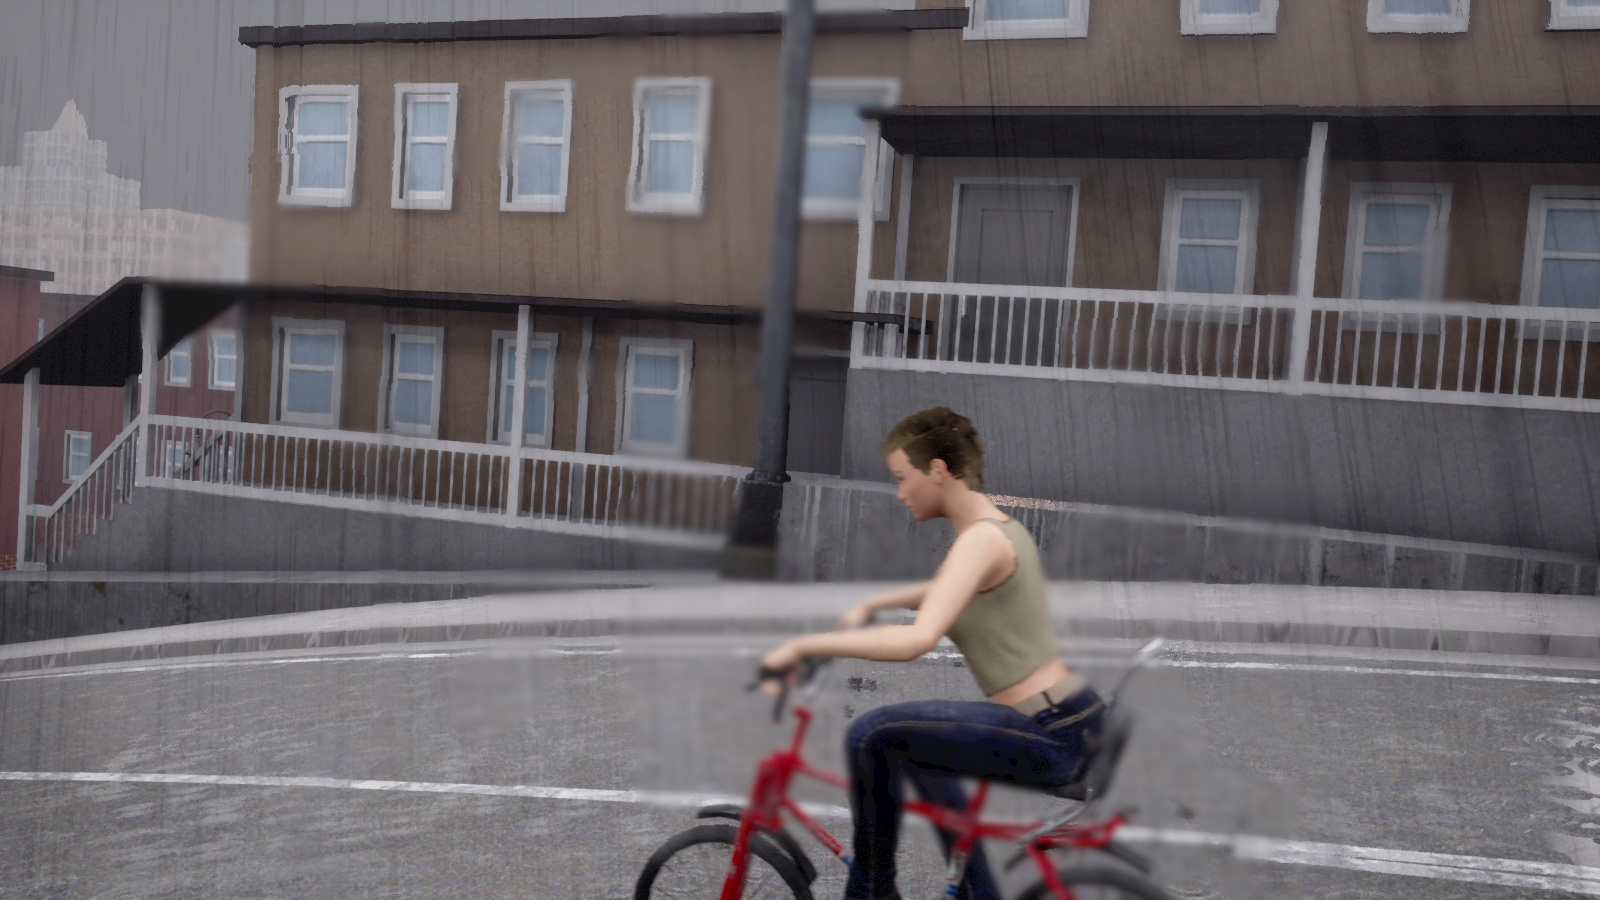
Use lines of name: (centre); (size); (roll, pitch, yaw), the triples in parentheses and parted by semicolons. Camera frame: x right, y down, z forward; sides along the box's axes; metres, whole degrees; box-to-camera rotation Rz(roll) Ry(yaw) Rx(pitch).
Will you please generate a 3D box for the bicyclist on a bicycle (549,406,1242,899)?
bicyclist on a bicycle: (0.272, 0.705, 3.087); (1.509, 1.612, 0.866); (1, 1, 19)
